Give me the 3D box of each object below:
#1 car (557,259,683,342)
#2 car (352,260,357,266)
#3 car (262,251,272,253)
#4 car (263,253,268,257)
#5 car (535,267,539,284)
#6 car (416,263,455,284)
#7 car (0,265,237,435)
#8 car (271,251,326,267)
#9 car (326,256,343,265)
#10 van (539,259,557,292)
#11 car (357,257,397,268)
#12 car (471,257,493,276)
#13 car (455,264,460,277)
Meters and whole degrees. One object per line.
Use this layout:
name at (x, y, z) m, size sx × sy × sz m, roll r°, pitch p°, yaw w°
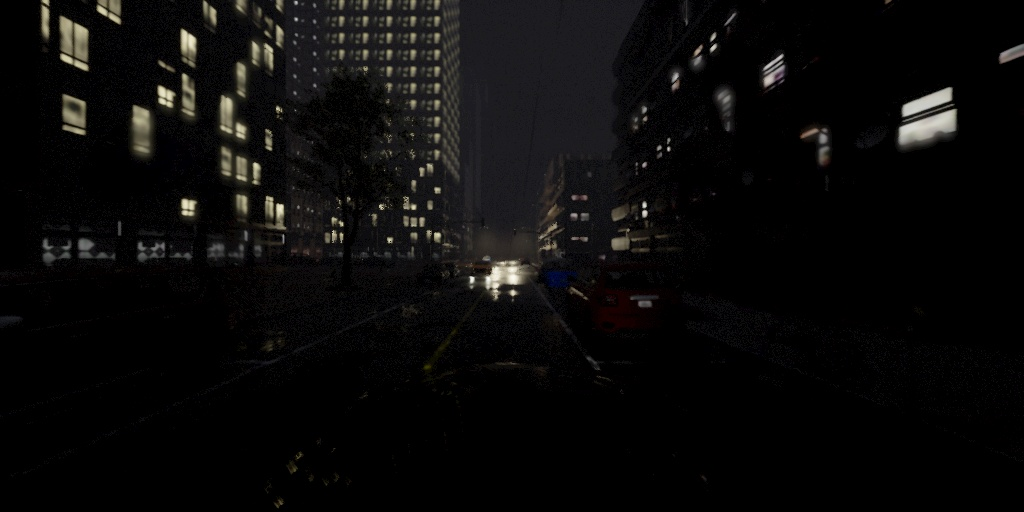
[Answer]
car at (2.692, 1.048, 9.640) m, size 2.192 × 1.841 × 5.009 m, roll 0°, pitch 0°, yaw 0°
car at (-22.036, 0.777, 54.640) m, size 4.829 × 1.417 × 1.751 m, roll 0°, pitch 0°, yaw -1°
car at (-32.959, 0.297, 48.733) m, size 5.566 × 2.045 × 2.150 m, roll 1°, pitch 0°, yaw -1°
car at (-32.998, 0.650, 46.048) m, size 4.313 × 1.339 × 1.948 m, roll 0°, pitch 0°, yaw -1°
car at (2.694, 1.140, 26.293) m, size 1.967 × 1.591 × 4.097 m, roll 0°, pitch 0°, yaw 0°
car at (-5.686, 1.266, 26.293) m, size 1.948 × 1.339 × 4.313 m, roll 0°, pitch 0°, yaw 0°
car at (-5.689, 1.060, 4.090) m, size 2.192 × 1.841 × 5.009 m, roll 0°, pitch 0°, yaw 0°
car at (-27.379, 0.503, 46.111) m, size 5.009 × 1.841 × 2.192 m, roll 0°, pitch 0°, yaw -1°
car at (-27.481, 0.713, 54.491) m, size 4.313 × 1.339 × 1.948 m, roll 0°, pitch 0°, yaw -1°
van at (2.694, 1.052, 20.742) m, size 1.690 × 1.789 × 3.998 m, roll 0°, pitch 0°, yaw 0°
car at (-18.081, 0.878, 48.902) m, size 4.674 × 1.442 × 1.812 m, roll 1°, pitch 0°, yaw -1°
car at (-3.011, 1.159, 36.393) m, size 1.882 × 1.535 × 5.008 m, roll 0°, pitch 0°, yaw 0°
car at (-5.685, 1.256, 31.540) m, size 1.948 × 1.339 × 4.313 m, roll 0°, pitch 0°, yaw 0°
